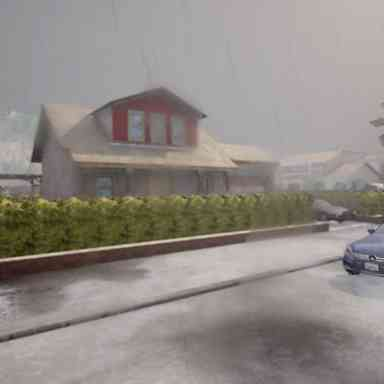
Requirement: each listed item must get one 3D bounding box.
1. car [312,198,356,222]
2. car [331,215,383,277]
[{"bbox_3d":[7.230,1.101,20.536,2.033,1.415,5.357,-1,1,-33],"label":"car"},{"bbox_3d":[5.906,1.384,8.783,4.674,1.442,1.812,-1,0,-35],"label":"car"}]
